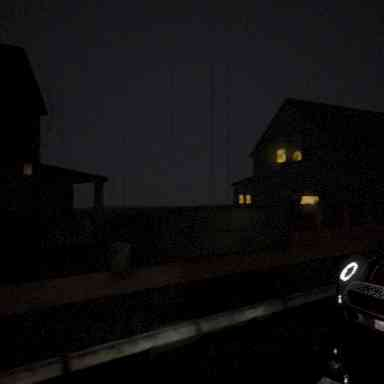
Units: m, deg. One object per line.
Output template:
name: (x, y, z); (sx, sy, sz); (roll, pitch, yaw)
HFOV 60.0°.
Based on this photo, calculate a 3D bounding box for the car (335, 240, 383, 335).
car: (4.664, 1.337, 5.963); (4.553, 1.767, 2.097); (0, 0, -32)
